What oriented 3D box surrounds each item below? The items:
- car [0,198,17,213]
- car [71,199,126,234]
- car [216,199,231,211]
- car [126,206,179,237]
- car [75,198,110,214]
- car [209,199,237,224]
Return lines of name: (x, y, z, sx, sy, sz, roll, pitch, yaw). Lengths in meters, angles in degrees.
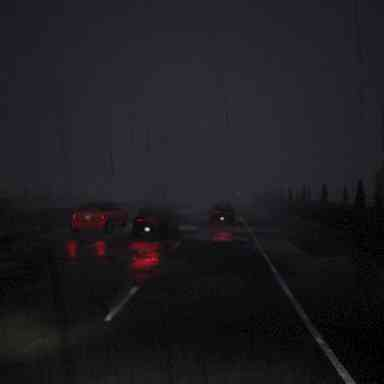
car: (-15.433, 1.341, 25.114, 2.097, 1.767, 4.553, 0, 0, 6)
car: (-5.276, 1.366, 19.619, 2.097, 1.767, 4.553, 0, 0, 6)
car: (4.090, 1.608, 42.698, 1.812, 1.442, 4.674, 0, 0, 6)
car: (-1.892, 1.528, 18.302, 1.837, 1.490, 4.892, 0, 0, 6)
car: (-10.736, 1.504, 36.249, 1.882, 1.535, 5.008, 0, 0, 6)
car: (2.325, 1.555, 25.258, 1.837, 1.490, 4.892, 0, 0, 6)
